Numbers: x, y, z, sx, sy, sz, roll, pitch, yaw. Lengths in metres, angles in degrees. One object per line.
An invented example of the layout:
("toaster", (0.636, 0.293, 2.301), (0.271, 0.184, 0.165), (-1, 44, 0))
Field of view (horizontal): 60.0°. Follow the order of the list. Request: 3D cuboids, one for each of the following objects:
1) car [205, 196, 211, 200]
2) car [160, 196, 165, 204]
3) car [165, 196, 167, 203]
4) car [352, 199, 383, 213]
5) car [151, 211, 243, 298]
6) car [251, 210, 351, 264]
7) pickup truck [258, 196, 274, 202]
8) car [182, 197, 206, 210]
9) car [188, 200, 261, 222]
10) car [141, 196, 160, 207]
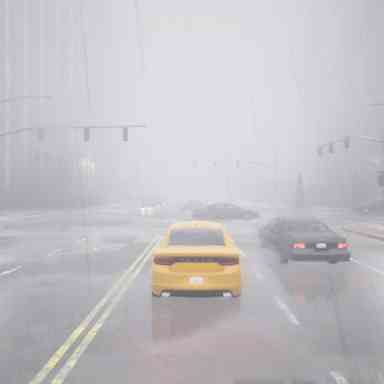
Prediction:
("car", (4.239, 1.686, 91.168), (1.895, 1.301, 4.718), (0, 0, 0))
("car", (-6.572, 1.539, 61.228), (1.882, 1.535, 5.008), (0, 0, 1))
("car", (-6.422, 1.571, 71.498), (1.837, 1.490, 4.892), (0, 0, 0))
("car", (20.211, 1.542, 36.596), (4.892, 1.490, 1.837), (0, 0, 1))
("car", (0.121, 1.486, 8.617), (1.882, 1.535, 5.008), (0, 0, 1))
("car", (3.667, 1.559, 11.857), (2.033, 1.411, 5.357), (0, 0, 1))
("pickup truck", (17.241, 1.136, 76.558), (2.390, 2.098, 6.274), (0, 0, 31))
("car", (0.088, 1.607, 42.886), (1.994, 1.385, 4.181), (0, 0, 12))
("car", (2.617, 1.574, 26.213), (5.357, 1.411, 2.033), (0, 0, 1))
("car", (-6.671, 1.543, 51.751), (2.128, 1.511, 4.902), (0, 0, 1))
